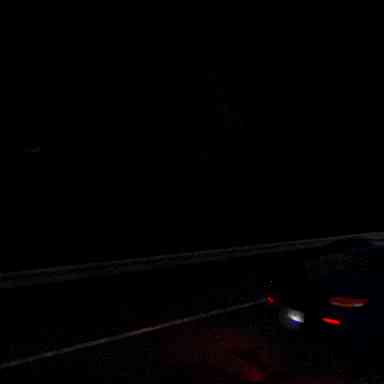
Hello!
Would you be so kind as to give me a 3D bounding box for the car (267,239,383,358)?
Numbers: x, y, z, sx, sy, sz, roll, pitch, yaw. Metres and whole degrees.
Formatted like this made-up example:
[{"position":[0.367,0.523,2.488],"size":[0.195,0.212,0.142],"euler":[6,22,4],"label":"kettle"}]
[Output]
[{"position":[3.365,1.588,5.977],"size":[4.674,1.442,1.812],"euler":[1,0,-34],"label":"car"}]
